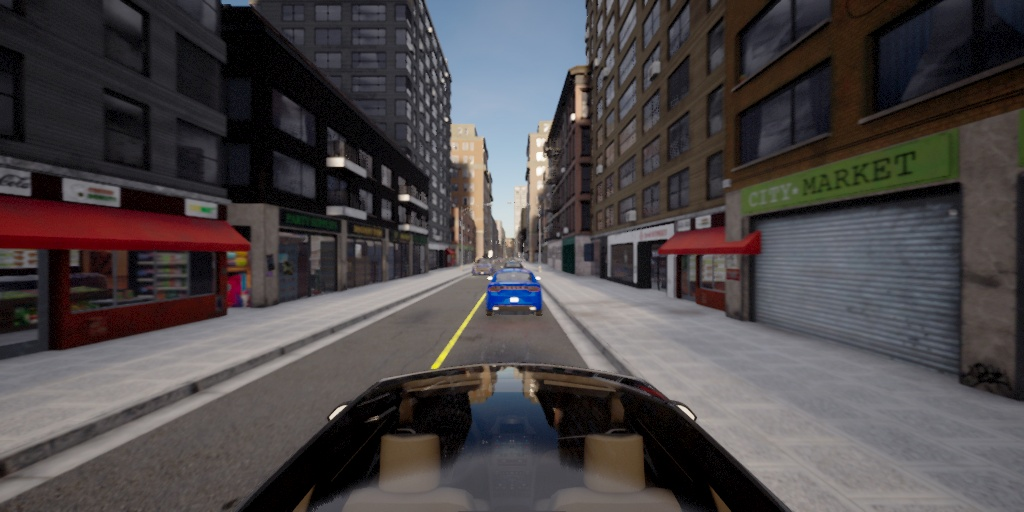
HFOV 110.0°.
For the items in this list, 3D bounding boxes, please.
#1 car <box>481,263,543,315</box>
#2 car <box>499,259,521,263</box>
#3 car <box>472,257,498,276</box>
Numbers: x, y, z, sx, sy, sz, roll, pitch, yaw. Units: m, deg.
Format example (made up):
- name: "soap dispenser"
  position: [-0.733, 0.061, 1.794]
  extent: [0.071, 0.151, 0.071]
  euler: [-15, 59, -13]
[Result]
- name: "car"
  position: [0.080, 1.208, 13.563]
  extent: [1.882, 1.535, 5.008]
  euler: [0, 0, 0]
- name: "car"
  position: [0.098, 1.205, 29.622]
  extent: [1.837, 1.490, 4.892]
  euler: [0, 0, 0]
- name: "car"
  position: [-2.839, 1.037, 36.294]
  extent: [2.097, 1.767, 4.553]
  euler: [0, 0, 0]
